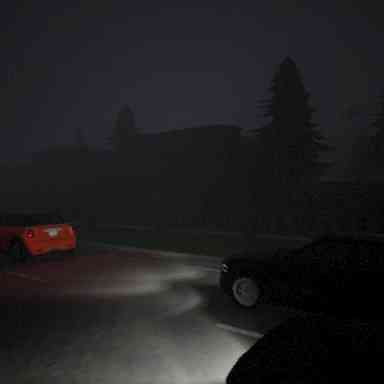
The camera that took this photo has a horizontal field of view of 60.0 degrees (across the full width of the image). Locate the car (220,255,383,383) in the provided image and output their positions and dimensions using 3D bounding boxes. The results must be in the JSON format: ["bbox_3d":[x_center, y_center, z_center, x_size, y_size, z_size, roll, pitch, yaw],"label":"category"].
[{"bbox_3d":[2.806,1.531,1.992,5.357,1.411,2.033,-1,-1,35],"label":"car"}]

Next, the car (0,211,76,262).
[{"bbox_3d":[-6.652,1.518,13.029,4.553,1.767,2.097,-1,-1,36],"label":"car"}]

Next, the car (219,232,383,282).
[{"bbox_3d":[2.876,1.493,6.243,5.008,1.535,1.882,-1,-1,36],"label":"car"}]
